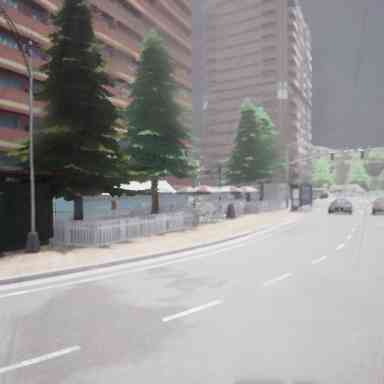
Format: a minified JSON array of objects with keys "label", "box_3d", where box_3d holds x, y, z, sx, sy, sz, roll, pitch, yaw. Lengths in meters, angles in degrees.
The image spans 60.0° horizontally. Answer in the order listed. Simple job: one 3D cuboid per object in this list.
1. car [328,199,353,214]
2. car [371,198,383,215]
[{"label":"car","box_3d":[13.975,1.362,31.174,1.994,1.385,4.181,-1,0,29]},{"label":"car","box_3d":[17.041,1.271,29.488,1.812,1.442,4.674,-1,0,29]}]
